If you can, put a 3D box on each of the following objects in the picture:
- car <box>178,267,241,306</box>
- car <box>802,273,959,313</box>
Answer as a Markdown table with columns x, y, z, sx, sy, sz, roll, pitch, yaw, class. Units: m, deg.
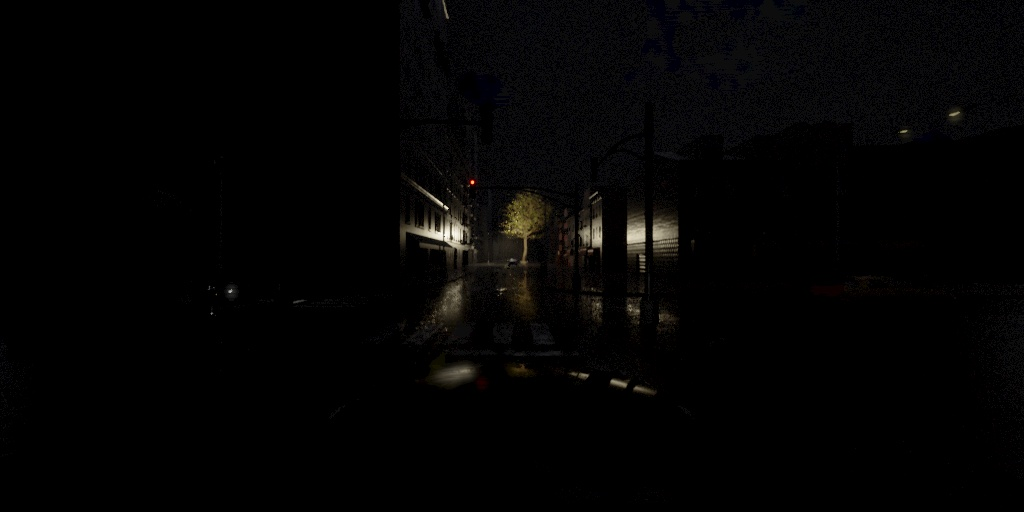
| x | y | z | sx | sy | sz | roll | pitch | yaw | class |
| --- | --- | --- | --- | --- | --- | --- | --- | --- | --- |
| -13.764 | 1.182 | 14.499 | 4.892 | 1.490 | 1.837 | 0 | 0 | 0 | car |
| 13.898 | 1.350 | 13.624 | 4.829 | 1.417 | 1.751 | 0 | 0 | 0 | car |
